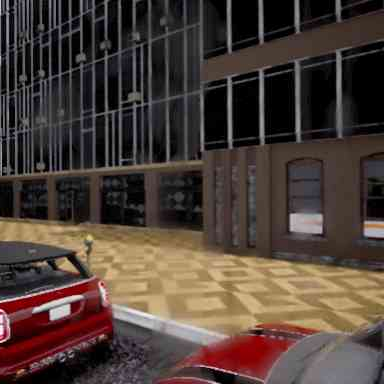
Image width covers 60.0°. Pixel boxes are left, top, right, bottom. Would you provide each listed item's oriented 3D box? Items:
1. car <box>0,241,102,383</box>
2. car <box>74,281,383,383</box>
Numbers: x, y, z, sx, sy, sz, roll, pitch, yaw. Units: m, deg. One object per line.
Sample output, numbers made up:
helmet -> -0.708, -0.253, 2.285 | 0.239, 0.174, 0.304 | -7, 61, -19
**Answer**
car -> -3.162, 1.485, 5.129 | 4.097, 1.590, 1.967 | -1, 0, 35
car -> 1.473, 1.439, 1.825 | 4.097, 1.590, 1.967 | -1, 0, 35
